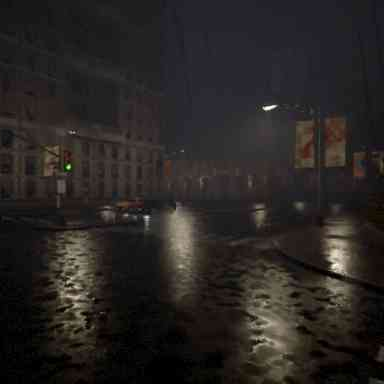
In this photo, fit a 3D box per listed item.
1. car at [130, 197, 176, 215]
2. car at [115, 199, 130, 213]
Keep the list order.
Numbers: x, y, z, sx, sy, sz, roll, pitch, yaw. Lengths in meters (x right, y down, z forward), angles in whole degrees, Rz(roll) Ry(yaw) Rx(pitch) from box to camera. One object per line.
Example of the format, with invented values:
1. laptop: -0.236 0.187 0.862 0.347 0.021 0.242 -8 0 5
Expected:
1. car: -3.540 1.405 33.298 1.837 1.490 4.892 0 0 36
2. car: -6.040 1.362 35.839 1.882 1.535 5.008 0 0 35
